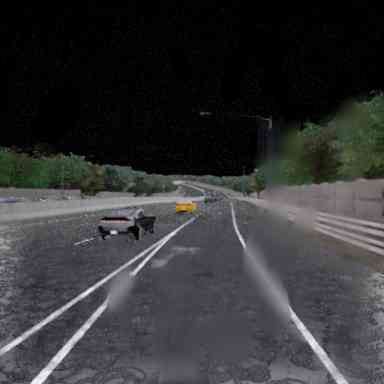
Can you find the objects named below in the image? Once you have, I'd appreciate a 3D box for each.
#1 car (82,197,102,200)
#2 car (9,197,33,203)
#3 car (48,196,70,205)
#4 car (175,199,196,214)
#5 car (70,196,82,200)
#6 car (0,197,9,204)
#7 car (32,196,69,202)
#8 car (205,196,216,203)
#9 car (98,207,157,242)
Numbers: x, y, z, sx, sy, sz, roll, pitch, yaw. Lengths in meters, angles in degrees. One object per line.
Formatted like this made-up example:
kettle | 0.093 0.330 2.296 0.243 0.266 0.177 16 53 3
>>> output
car | -18.720 1.689 64.718 2.033 1.411 5.357 0 0 7
car | -24.056 1.625 49.229 2.033 1.411 5.357 0 0 7
car | -25.773 1.627 64.647 1.837 1.490 4.892 0 0 7
car | -0.653 1.580 37.784 1.882 1.535 5.008 0 0 7
car | -22.240 1.637 64.736 1.837 1.490 4.892 0 0 7
car | -27.578 1.546 49.240 1.882 1.535 5.008 0 0 7
car | -20.573 1.633 48.901 2.033 1.411 5.357 0 0 7
car | 4.157 1.859 80.000 1.837 1.490 4.892 0 -1 7
car | -3.061 1.519 16.651 2.128 1.511 4.902 0 0 6
